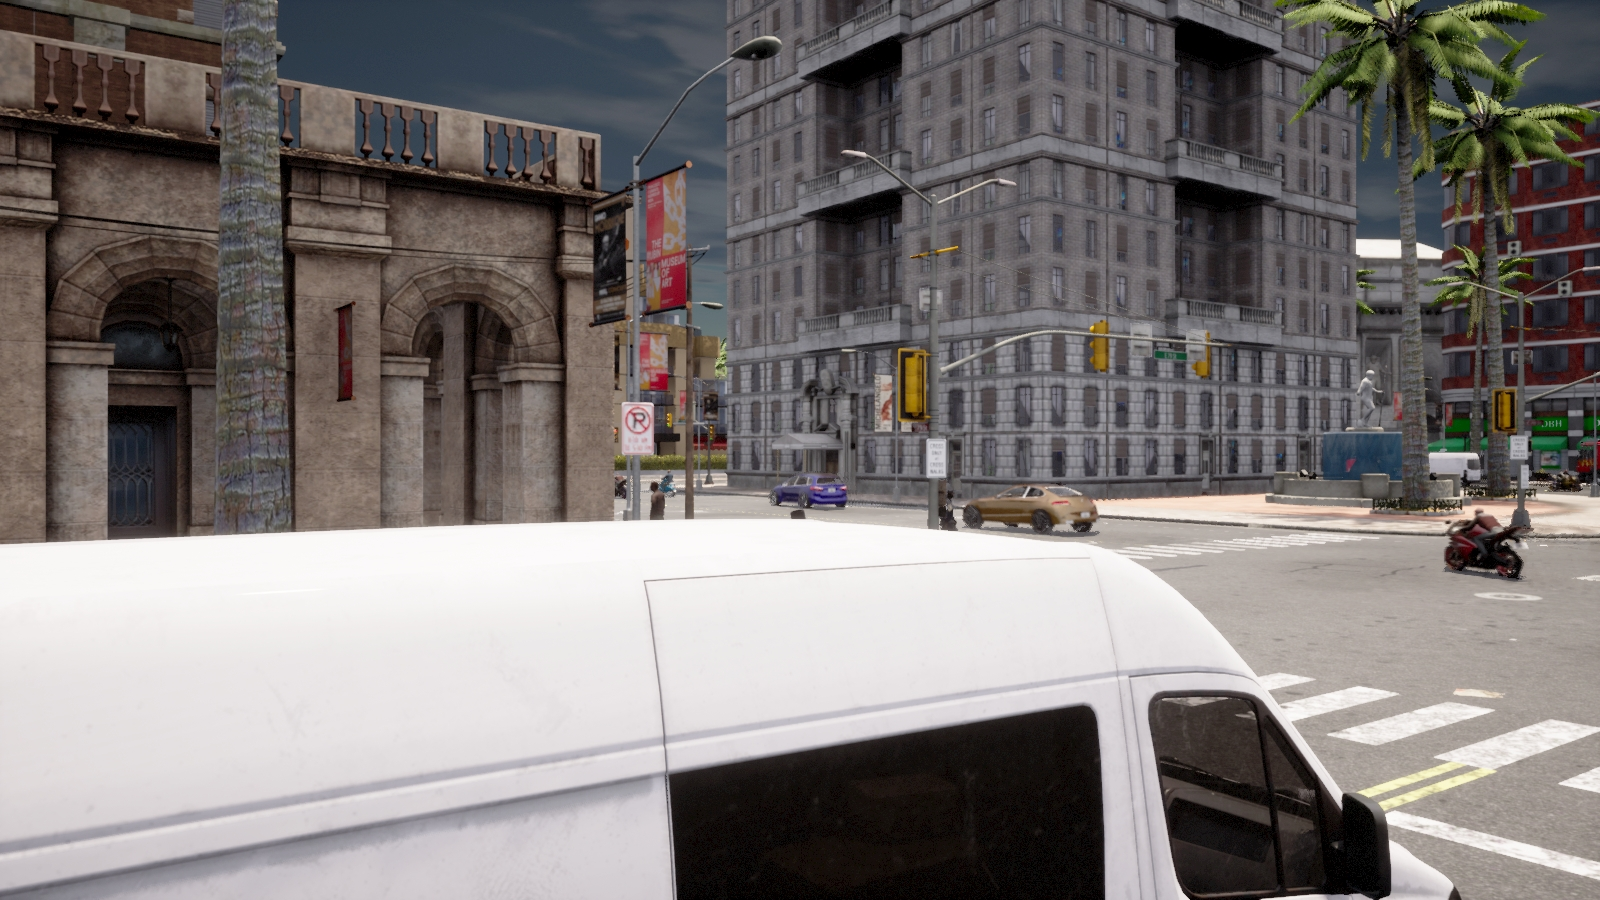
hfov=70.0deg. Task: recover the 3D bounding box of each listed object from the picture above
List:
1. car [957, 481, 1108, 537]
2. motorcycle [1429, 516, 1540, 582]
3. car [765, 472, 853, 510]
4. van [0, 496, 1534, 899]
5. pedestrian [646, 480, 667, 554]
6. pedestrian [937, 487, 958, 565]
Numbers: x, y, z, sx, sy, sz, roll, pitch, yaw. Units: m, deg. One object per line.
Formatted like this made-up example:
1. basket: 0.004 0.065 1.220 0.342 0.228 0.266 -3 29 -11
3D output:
1. car: 7.937 1.980 39.454 2.152 1.651 5.027 0 0 -34
2. motorcycle: 15.308 2.194 25.622 0.867 1.251 2.209 -1 0 -10
3. car: 0.392 1.954 55.791 2.242 1.667 4.611 0 0 -30
4. van: 0.019 1.533 3.806 5.915 2.561 1.988 0 0 -35
5. pedestrian: -3.628 1.692 28.968 0.375 1.860 0.375 0 0 28
6. pedestrian: 3.602 1.841 27.891 0.375 1.860 0.375 0 0 -22
